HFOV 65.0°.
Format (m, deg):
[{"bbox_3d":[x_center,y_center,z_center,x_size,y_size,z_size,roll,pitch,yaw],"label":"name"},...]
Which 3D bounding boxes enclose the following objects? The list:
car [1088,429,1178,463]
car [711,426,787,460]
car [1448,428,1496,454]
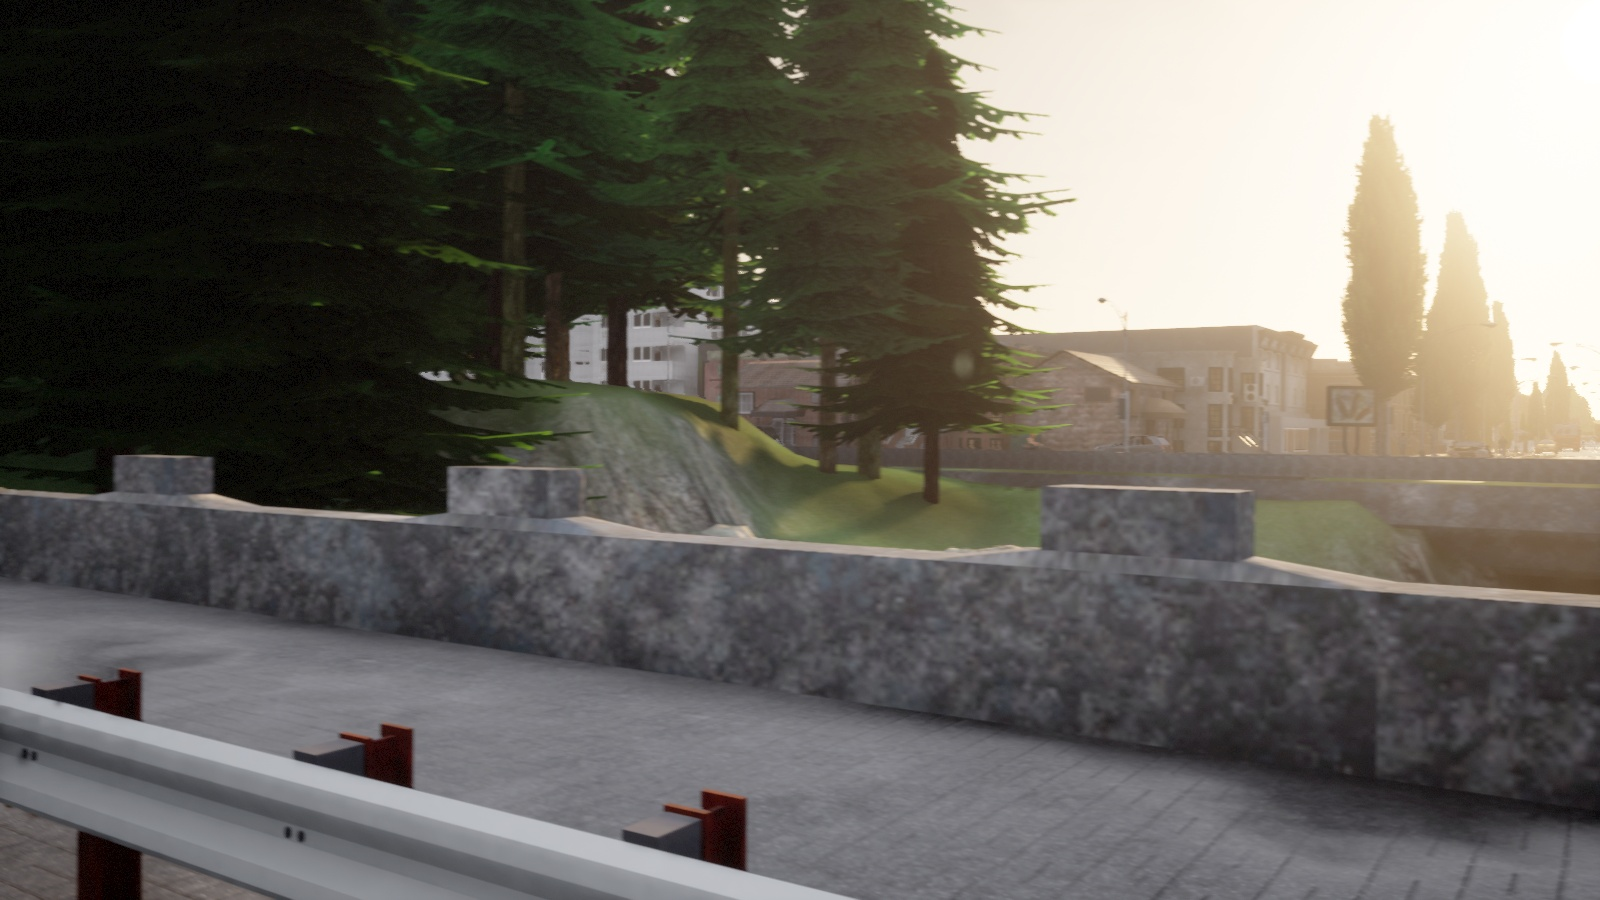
[{"bbox_3d":[15.442,-0.188,58.231,3.633,1.501,1.845,0,1,33],"label":"car"},{"bbox_3d":[-2.869,-0.405,70.418,3.866,1.878,1.905,0,1,34],"label":"car"},{"bbox_3d":[37.170,-0.488,69.408,1.994,1.385,4.181,0,1,33],"label":"car"}]
